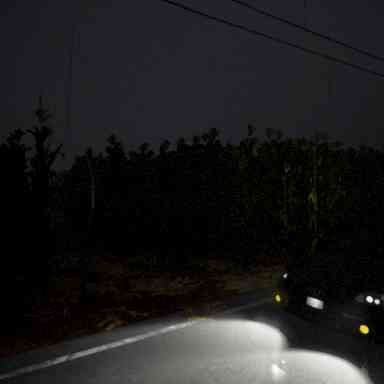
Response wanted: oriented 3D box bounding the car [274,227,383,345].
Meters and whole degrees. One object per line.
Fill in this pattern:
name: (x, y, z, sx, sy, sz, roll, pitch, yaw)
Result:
car: (3.435, 1.366, 5.894, 4.181, 1.385, 1.994, -2, 2, -33)
